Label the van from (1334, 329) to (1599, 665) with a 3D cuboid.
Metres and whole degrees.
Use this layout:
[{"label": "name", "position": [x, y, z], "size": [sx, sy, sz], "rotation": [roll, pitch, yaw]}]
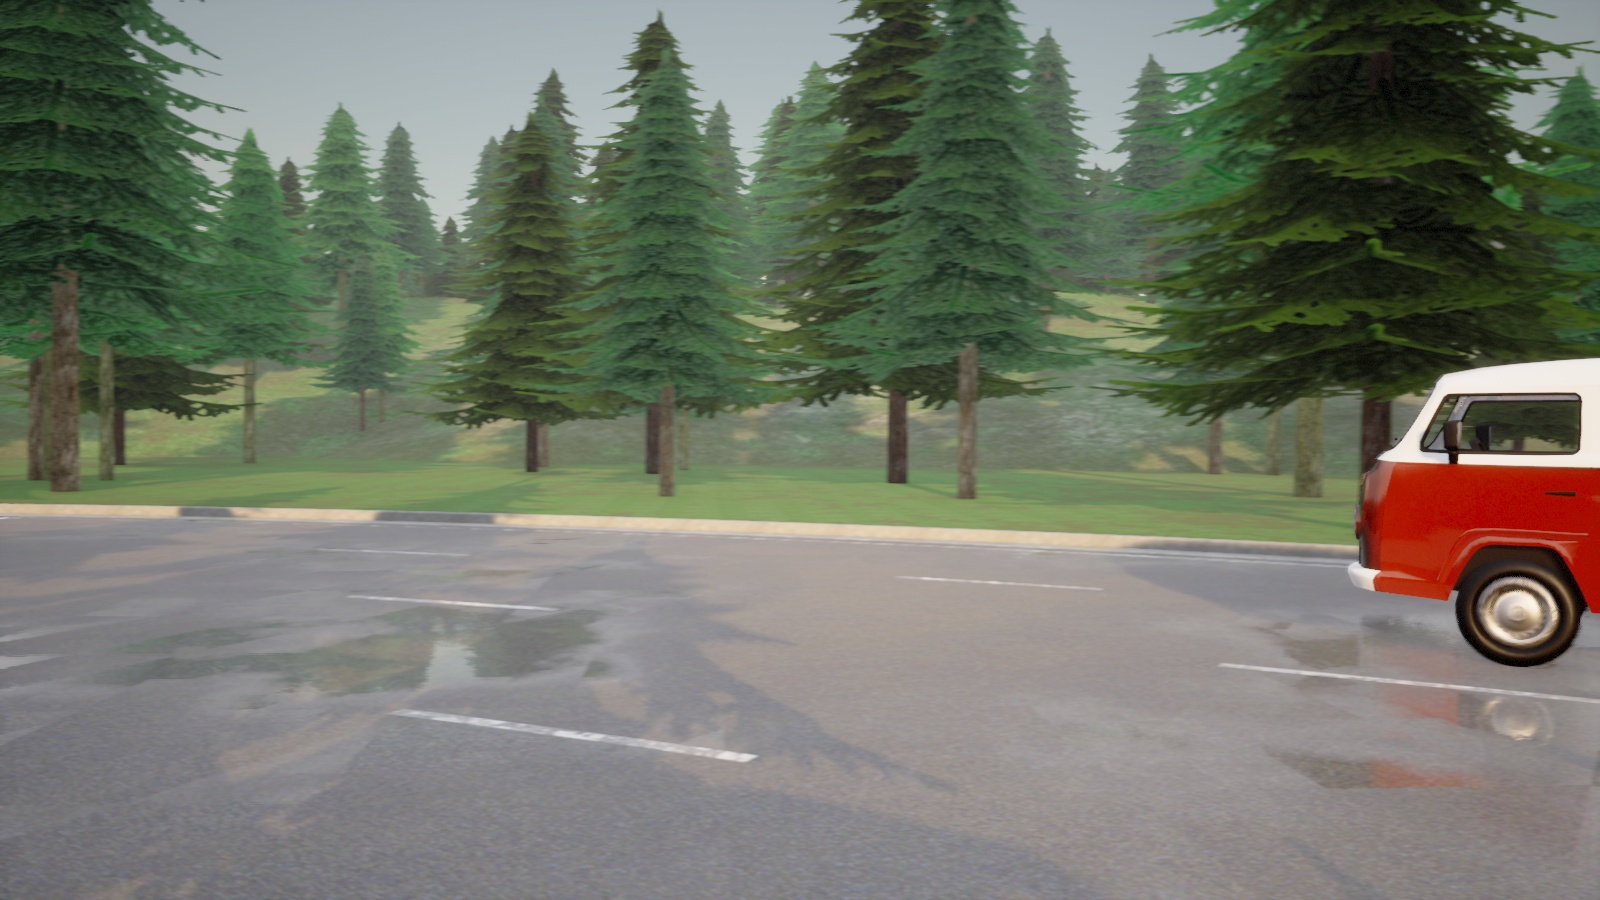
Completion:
[{"label": "van", "position": [6.033, 0.274, 8.055], "size": [4.480, 2.038, 2.069], "rotation": [0, 1, 34]}]
